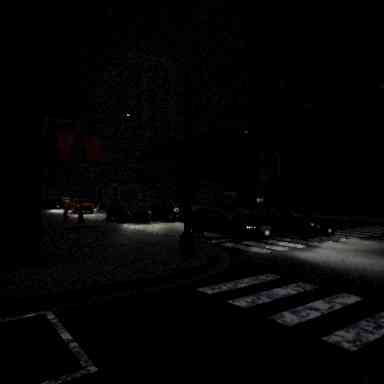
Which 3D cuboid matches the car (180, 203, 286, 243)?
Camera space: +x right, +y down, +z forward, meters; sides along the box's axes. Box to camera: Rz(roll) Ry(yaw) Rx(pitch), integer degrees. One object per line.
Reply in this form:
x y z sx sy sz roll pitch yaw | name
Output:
1.787 1.477 16.190 2.128 1.511 4.902 0 0 -36 | car

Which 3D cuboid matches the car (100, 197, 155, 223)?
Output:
-5.087 1.446 25.738 1.882 1.535 5.008 0 0 -36 | car

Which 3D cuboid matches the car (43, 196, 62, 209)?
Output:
-18.394 1.535 44.308 1.895 1.301 4.718 0 0 -35 | car

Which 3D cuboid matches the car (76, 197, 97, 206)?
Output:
-17.115 1.515 53.913 1.895 1.301 4.718 0 0 -36 | car

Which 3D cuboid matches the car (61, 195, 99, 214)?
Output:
-11.935 1.428 35.256 1.882 1.535 5.008 0 0 -35 | car

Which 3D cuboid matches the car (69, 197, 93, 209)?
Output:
-15.189 1.457 45.410 1.812 1.442 4.674 0 0 -35 | car

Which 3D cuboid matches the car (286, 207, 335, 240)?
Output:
5.026 1.509 17.287 1.812 1.442 4.674 0 0 -36 | car

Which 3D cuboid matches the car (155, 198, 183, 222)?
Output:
-1.595 1.318 26.450 2.097 1.767 4.553 0 0 -36 | car

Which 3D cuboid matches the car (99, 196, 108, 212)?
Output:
-8.712 1.299 36.340 2.097 1.767 4.553 0 0 -35 | car
